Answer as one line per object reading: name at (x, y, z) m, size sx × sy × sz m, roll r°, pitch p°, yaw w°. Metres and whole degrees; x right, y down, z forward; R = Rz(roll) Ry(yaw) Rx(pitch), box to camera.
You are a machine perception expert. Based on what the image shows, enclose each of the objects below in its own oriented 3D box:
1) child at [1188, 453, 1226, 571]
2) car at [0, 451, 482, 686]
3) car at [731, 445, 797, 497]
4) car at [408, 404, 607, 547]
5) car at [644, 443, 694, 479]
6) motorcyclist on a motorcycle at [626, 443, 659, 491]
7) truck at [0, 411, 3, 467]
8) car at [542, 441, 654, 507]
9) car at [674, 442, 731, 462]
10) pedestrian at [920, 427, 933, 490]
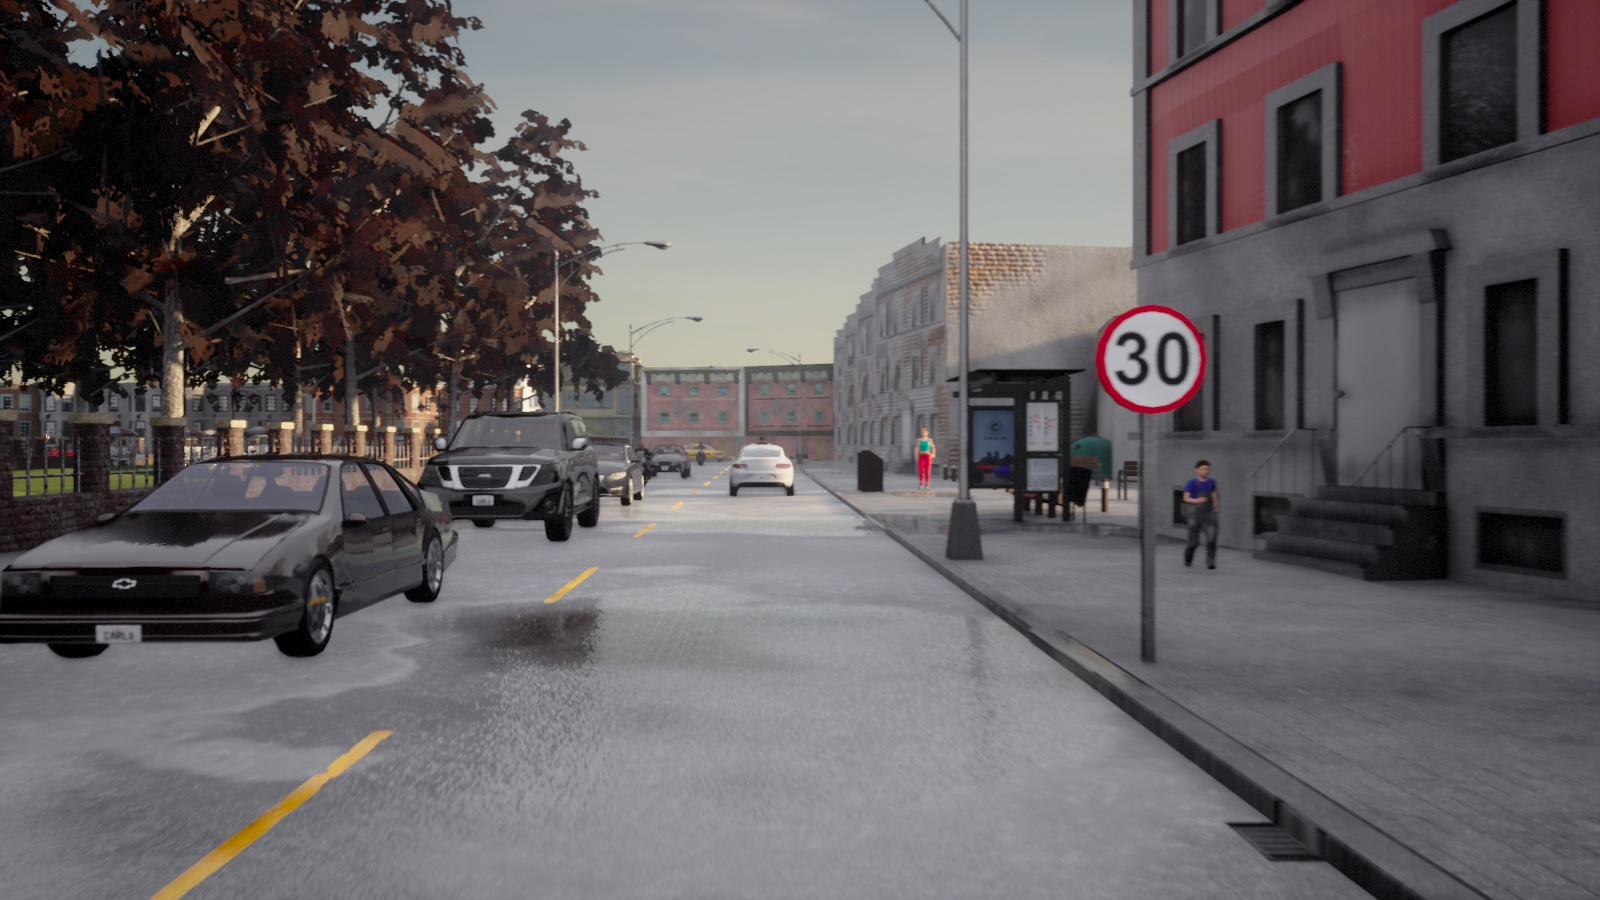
child at (4.417, 0.661, 13.636) m, size 0.270 × 1.263 × 0.437 m, roll 0°, pitch 0°, yaw 1°
car at (-4.287, 0.734, 10.421) m, size 2.033 × 1.411 × 5.357 m, roll 0°, pitch 0°, yaw -1°
car at (-1.061, 0.564, 36.773) m, size 1.812 × 1.442 × 4.674 m, roll 0°, pitch 0°, yaw -2°
car at (-4.598, 0.347, 20.709) m, size 2.150 × 2.045 × 5.566 m, roll 0°, pitch 0°, yaw -2°
car at (-5.568, 0.454, 53.893) m, size 1.816 × 1.474 × 4.193 m, roll 0°, pitch 0°, yaw -2°
motorcyclist on a motorcycle at (-5.203, 0.545, 41.565) m, size 0.866 × 1.530 × 2.191 m, roll 0°, pitch 0°, yaw -2°
truck at (-51.490, -0.674, 75.015) m, size 2.891 × 3.462 × 7.936 m, roll 0°, pitch 0°, yaw -2°
car at (-4.899, 0.525, 31.146) m, size 2.128 × 1.511 × 4.902 m, roll 0°, pitch 0°, yaw -2°
car at (-7.614, 0.135, 97.486) m, size 1.801 × 1.575 × 5.366 m, roll -1°, pitch 1°, yaw -36°
pedestrian at (3.720, 0.250, 36.810) m, size 0.345 × 1.836 × 0.594 m, roll 0°, pitch 0°, yaw 8°
